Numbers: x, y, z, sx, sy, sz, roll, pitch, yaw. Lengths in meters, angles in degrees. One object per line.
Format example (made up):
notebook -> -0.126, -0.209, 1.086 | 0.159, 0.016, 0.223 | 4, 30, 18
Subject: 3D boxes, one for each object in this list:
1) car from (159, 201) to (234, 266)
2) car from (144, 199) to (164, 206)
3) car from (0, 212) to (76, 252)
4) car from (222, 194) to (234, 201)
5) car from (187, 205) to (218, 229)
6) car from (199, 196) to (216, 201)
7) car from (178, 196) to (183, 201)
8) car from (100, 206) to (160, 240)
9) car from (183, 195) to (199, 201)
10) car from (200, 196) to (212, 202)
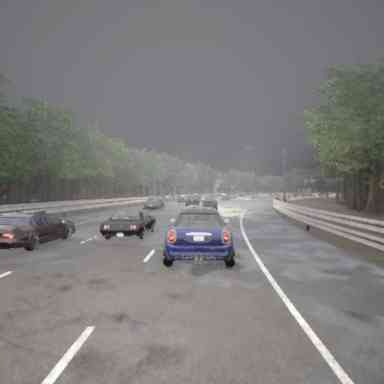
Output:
car -> 0.269, 1.353, 11.676 | 2.097, 1.767, 4.553 | 0, 0, 2
car -> -4.651, 1.551, 41.635 | 1.994, 1.385, 4.181 | 1, 0, 6
car -> -6.733, 1.540, 13.871 | 2.033, 1.411, 5.357 | 0, 0, 3
car -> 8.580, 1.411, 83.448 | 2.128, 1.511, 4.902 | 0, 0, 11
car -> 0.757, 1.604, 22.510 | 1.895, 1.301, 4.718 | 0, 0, 3
car -> 2.319, 1.502, 41.766 | 1.837, 1.490, 4.892 | 0, 0, 6
car -> -1.527, 1.477, 67.013 | 2.033, 1.411, 5.357 | 0, 0, 10
car -> -3.059, 1.600, 16.979 | 1.895, 1.301, 4.718 | 0, 0, 3
car -> 0.353, 1.326, 54.421 | 2.097, 1.767, 4.553 | 0, 0, 8
car -> 3.110, 1.510, 73.232 | 1.895, 1.301, 4.718 | 0, 0, 10
